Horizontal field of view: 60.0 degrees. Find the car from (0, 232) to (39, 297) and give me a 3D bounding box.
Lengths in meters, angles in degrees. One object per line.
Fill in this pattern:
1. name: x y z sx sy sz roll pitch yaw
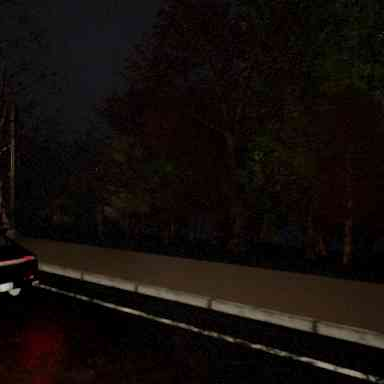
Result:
1. car: -5.436 1.574 7.550 4.902 1.511 2.128 -1 0 35
